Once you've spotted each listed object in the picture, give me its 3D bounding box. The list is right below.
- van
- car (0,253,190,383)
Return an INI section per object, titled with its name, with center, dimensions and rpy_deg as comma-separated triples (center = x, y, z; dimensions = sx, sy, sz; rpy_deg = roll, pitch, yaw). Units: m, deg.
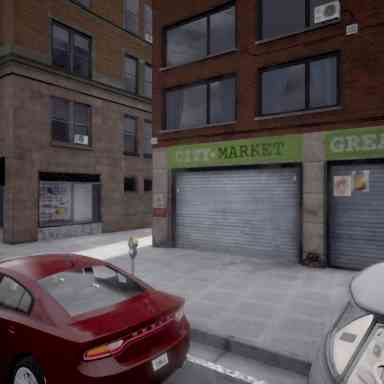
[van]
center = 2.482, 1.341, 1.306
dimensions = 3.998, 1.788, 1.690
rpy_deg = 0, 0, 35
[car]
center = -2.127, 1.544, 4.592
dimensions = 4.507, 1.381, 1.887
rpy_deg = 0, 0, 35
